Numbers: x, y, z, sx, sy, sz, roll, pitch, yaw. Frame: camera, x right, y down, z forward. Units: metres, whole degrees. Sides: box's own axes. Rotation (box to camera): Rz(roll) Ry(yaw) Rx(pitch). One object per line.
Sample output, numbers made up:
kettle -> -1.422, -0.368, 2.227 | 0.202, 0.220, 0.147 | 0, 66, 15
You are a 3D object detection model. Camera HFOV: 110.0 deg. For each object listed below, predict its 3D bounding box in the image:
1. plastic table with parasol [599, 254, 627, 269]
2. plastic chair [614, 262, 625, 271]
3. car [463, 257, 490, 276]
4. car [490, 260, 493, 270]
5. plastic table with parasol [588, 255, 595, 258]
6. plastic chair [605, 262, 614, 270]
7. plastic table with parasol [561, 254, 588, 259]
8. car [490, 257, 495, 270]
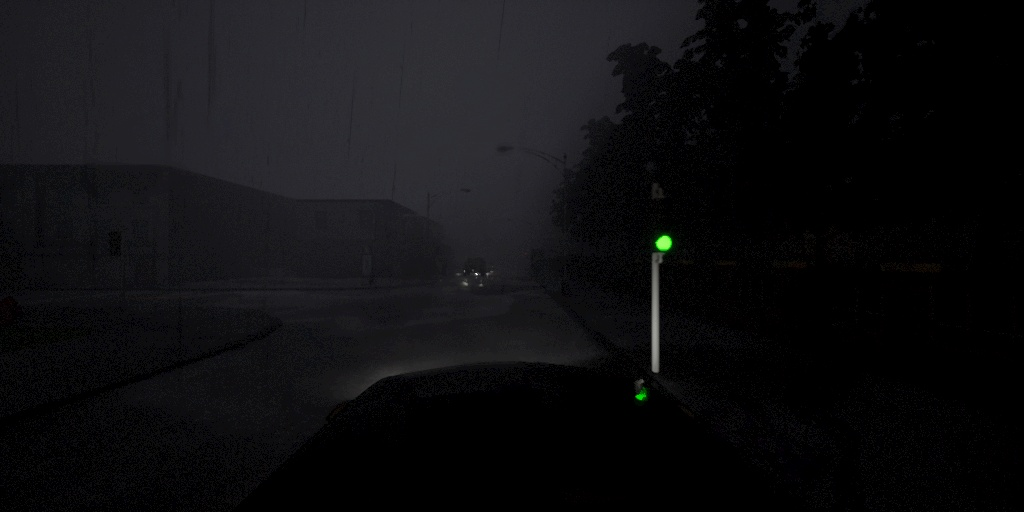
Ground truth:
plastic table with parasol -> 15.352, 0.960, 54.860 | 2.482, 2.480, 2.482 | 0, 0, -40
plastic chair -> 16.084, 1.557, 53.861 | 0.750, 1.272, 0.730 | 0, 0, -40
car -> -4.056, 1.162, 39.932 | 2.150, 2.045, 5.566 | 0, 0, 0
car -> -4.039, 1.593, 50.106 | 1.895, 1.301, 4.718 | 0, 0, 0
plastic table with parasol -> 14.739, 0.980, 63.075 | 2.482, 2.480, 2.482 | 0, 0, -42
plastic chair -> 14.378, 1.567, 53.959 | 0.730, 1.272, 0.750 | 0, 0, -35
plastic table with parasol -> 10.036, 0.964, 57.605 | 2.482, 2.480, 2.482 | 0, 0, -40
car -> -4.006, 1.264, 60.301 | 2.150, 2.045, 5.566 | 0, 0, 1
